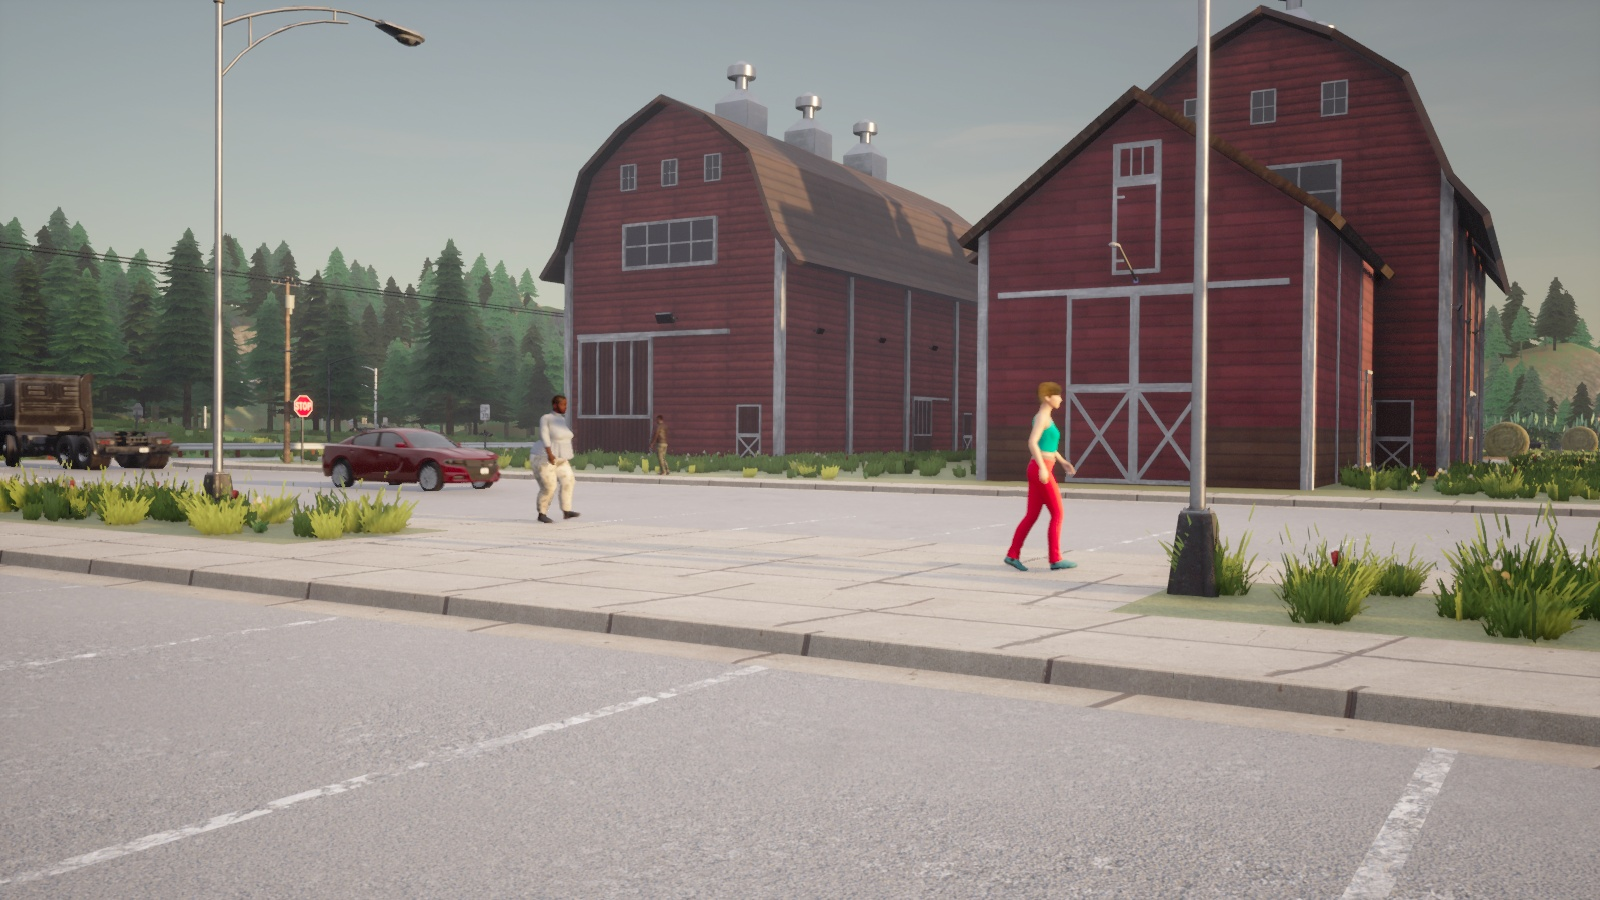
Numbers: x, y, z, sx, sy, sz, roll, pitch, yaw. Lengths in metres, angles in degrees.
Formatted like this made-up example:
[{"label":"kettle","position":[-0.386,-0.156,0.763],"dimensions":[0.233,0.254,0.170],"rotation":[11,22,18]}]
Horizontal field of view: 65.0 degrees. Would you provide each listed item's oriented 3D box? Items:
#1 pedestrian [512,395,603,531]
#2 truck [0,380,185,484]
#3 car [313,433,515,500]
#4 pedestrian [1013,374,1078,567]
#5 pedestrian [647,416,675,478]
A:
[{"label":"pedestrian","position":[-3.416,0.175,17.742],"dimensions":[0.900,1.855,0.874],"rotation":[0,1,27]},{"label":"truck","position":[-25.705,-0.629,44.852],"dimensions":[7.936,3.462,2.891],"rotation":[0,1,32]},{"label":"car","position":[-9.623,0.371,31.161],"dimensions":[5.008,1.535,1.882],"rotation":[0,1,30]},{"label":"pedestrian","position":[2.372,0.198,12.140],"dimensions":[0.594,1.836,0.345],"rotation":[0,1,9]},{"label":"pedestrian","position":[-4.178,-0.091,37.765],"dimensions":[0.703,1.840,0.431],"rotation":[0,1,31]}]
